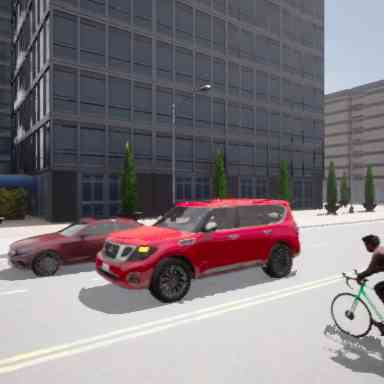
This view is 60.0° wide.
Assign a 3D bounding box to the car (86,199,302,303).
[{"bbox_3d":[0.457,1.221,8.569,5.566,2.045,2.150,0,0,-35],"label":"car"}]

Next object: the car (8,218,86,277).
[{"bbox_3d":[-3.067,1.526,10.358,4.674,1.442,1.812,0,0,-35],"label":"car"}]

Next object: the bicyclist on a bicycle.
[{"bbox_3d":[2.746,1.452,4.792,0.582,1.620,1.656,0,0,-35],"label":"bicyclist on a bicycle"}]
